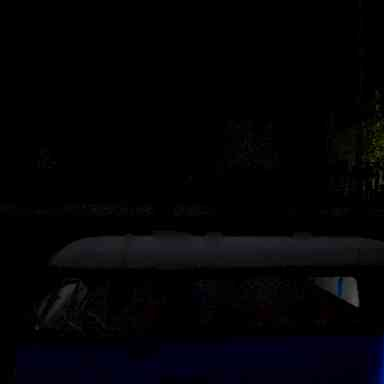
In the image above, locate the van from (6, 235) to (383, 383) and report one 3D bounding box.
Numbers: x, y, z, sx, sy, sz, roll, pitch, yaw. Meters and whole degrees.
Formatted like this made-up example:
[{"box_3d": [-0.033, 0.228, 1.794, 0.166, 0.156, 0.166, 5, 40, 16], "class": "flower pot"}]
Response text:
[{"box_3d": [0.434, 1.337, 3.239, 3.998, 1.788, 1.690, 1, 0, -7], "class": "van"}]
